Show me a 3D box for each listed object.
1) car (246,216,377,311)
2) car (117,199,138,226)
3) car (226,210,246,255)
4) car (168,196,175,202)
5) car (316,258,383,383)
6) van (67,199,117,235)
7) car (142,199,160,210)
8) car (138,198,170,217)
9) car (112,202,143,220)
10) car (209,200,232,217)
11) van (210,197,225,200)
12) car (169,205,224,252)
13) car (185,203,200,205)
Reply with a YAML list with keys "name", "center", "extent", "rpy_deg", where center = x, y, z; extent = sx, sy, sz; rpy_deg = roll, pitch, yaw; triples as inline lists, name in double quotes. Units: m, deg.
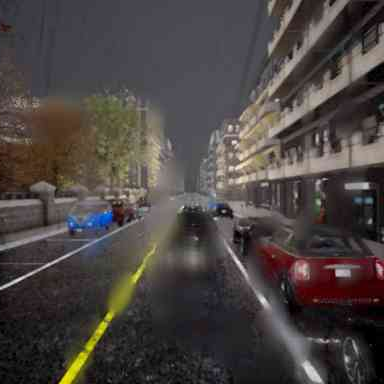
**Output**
- name: "car"
  center: [2.684, 1.473, 7.854]
  extent: [1.967, 1.590, 4.097]
  rpy_deg: [0, 0, 0]
- name: "car"
  center: [-5.703, 1.416, 24.456]
  extent: [2.192, 1.841, 5.009]
  rpy_deg: [0, 0, 0]
- name: "car"
  center: [2.683, 1.621, 13.389]
  extent: [1.947, 1.339, 4.313]
  rpy_deg: [0, 0, 0]
- name: "car"
  center: [-5.728, 1.830, 90.077]
  extent: [1.967, 1.590, 4.097]
  rpy_deg: [0, 0, 0]
- name: "car"
  center: [2.687, 1.576, 2.319]
  extent: [1.947, 1.339, 4.313]
  rpy_deg: [0, 0, 0]
- name: "van"
  center: [-5.701, 1.419, 18.920]
  extent: [1.690, 1.788, 3.998]
  rpy_deg: [0, 0, 0]
- name: "car"
  center: [-5.710, 1.762, 46.596]
  extent: [1.947, 1.339, 4.313]
  rpy_deg: [0, 0, 0]
- name: "car"
  center: [-3.009, 1.356, 25.644]
  extent: [1.895, 1.301, 4.718]
  rpy_deg: [0, 0, 0]
- name: "car"
  center: [-5.704, 1.675, 29.990]
  extent: [2.008, 1.369, 4.403]
  rpy_deg: [0, 0, 0]
- name: "car"
  center: [2.677, 1.690, 29.994]
  extent: [1.947, 1.339, 4.313]
  rpy_deg: [0, 0, 0]
- name: "van"
  center: [2.673, 1.489, 35.530]
  extent: [1.690, 1.788, 3.998]
  rpy_deg: [0, 0, 0]
- name: "car"
  center: [0.094, 1.536, 14.115]
  extent: [1.882, 1.535, 5.008]
  rpy_deg: [0, 0, 0]
- name: "car"
  center: [0.088, 1.740, 33.570]
  extent: [1.895, 1.301, 4.718]
  rpy_deg: [0, 0, 0]
